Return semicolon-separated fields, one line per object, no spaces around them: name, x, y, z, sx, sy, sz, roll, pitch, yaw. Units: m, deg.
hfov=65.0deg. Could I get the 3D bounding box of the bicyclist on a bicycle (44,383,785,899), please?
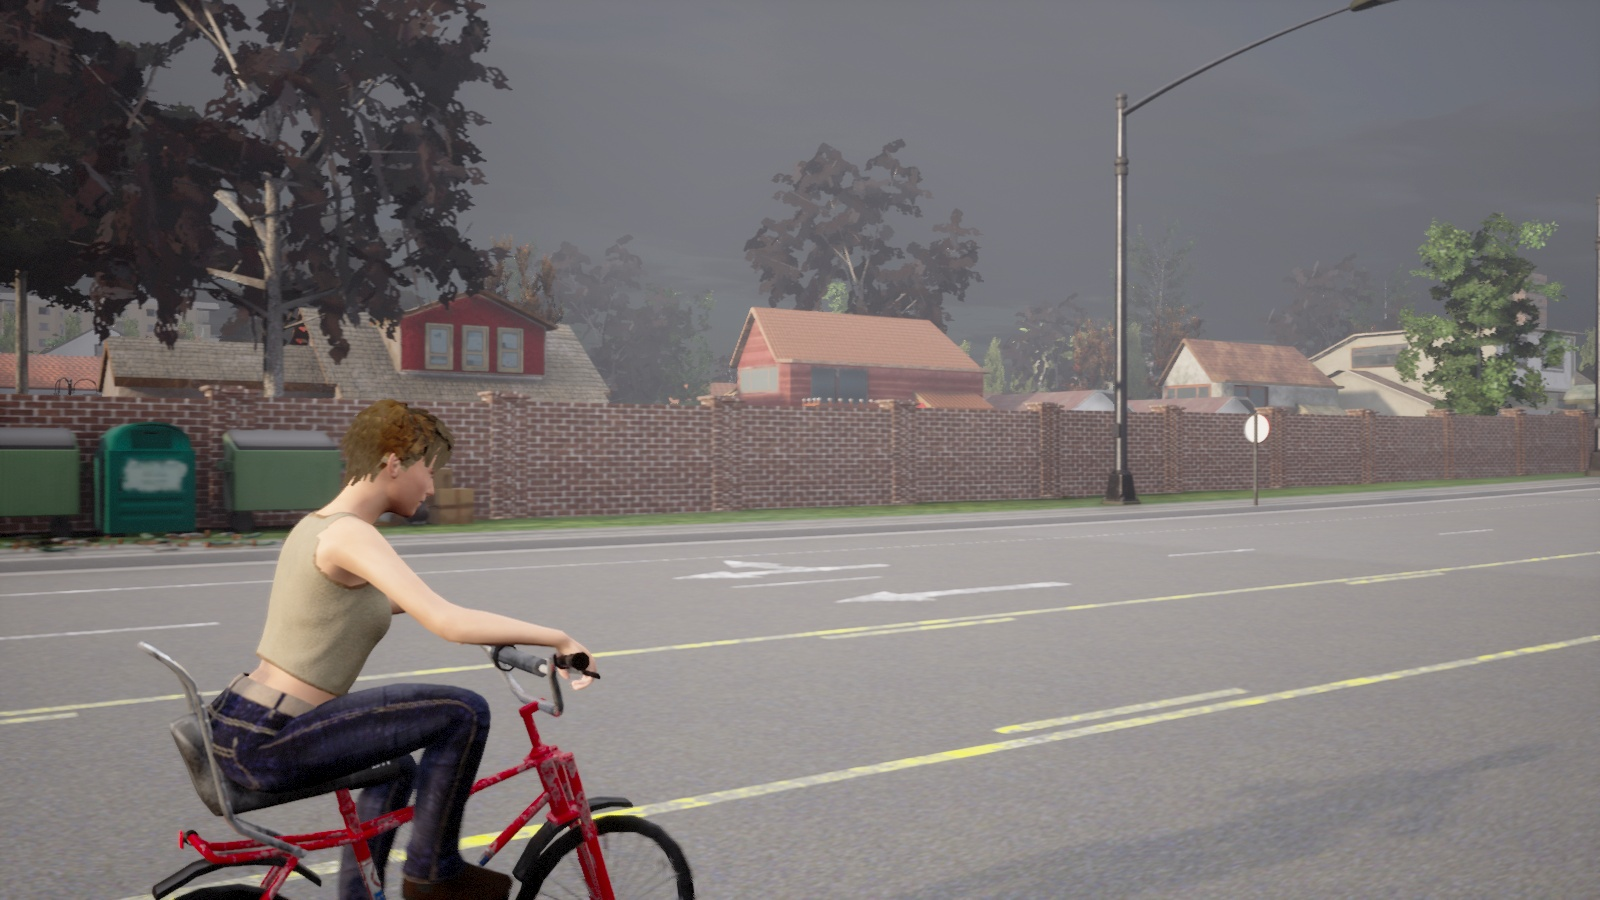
bicyclist on a bicycle;-0.904;0.691;3.024;1.509;1.612;0.866;0;0;-35
